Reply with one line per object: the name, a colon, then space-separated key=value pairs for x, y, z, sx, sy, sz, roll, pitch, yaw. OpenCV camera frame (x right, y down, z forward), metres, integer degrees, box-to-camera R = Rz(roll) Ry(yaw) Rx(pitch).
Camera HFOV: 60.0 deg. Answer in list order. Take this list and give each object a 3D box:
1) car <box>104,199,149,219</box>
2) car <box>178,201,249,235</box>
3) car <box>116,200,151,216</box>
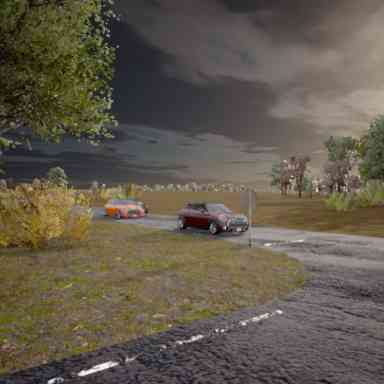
car: x=-5.943 y=1.367 z=28.830 sx=2.097 sy=1.767 sz=4.553 roll=1 pitch=0 yaw=-35
car: x=1.123 y=1.354 z=18.933 sx=2.097 sy=1.767 sz=4.553 roll=1 pitch=0 yaw=-35
car: x=-6.170 y=1.568 z=34.652 sx=1.812 sy=1.442 sz=4.674 roll=1 pitch=0 yaw=-36
